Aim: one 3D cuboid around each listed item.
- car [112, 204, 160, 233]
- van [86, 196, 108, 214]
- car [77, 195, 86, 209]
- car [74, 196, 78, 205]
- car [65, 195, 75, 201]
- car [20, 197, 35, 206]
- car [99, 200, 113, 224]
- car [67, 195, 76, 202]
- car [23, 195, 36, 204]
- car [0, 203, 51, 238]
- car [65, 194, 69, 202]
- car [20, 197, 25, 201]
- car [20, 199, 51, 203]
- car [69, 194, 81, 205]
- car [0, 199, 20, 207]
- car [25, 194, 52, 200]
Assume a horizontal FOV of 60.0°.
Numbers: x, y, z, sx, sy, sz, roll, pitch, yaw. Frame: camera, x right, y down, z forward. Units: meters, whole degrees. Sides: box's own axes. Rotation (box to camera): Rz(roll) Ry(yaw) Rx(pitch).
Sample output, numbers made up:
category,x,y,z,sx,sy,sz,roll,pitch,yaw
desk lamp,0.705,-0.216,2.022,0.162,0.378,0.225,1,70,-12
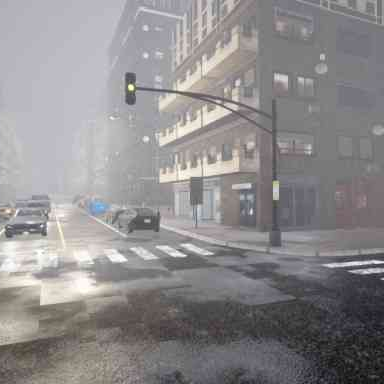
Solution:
category,x,y,z,sx,sy,sz,roll,pitch,yaw
car,-3.177,1.579,19.564,1.947,1.339,4.313,1,0,-23
van,-9.812,1.364,35.137,1.690,1.788,3.998,1,0,-23
car,-14.308,1.556,45.673,1.752,1.417,4.829,1,0,-23
car,-16.456,1.617,50.707,1.802,1.307,4.206,1,0,-23
car,-31.947,1.618,87.040,2.008,1.369,4.403,1,0,-23
car,-28.590,1.592,57.801,2.008,1.369,4.403,1,0,-23
car,-5.390,1.567,24.755,2.008,1.369,4.403,1,0,-23
car,-29.800,1.588,82.008,1.752,1.417,4.829,1,0,-23
car,-30.801,1.486,62.993,1.967,1.590,4.097,1,0,-23
car,-8.902,1.559,18.192,2.033,1.411,5.357,0,0,-23
car,-27.521,1.609,76.660,2.008,1.369,4.403,1,0,-23
car,-24.163,1.577,47.421,1.887,1.381,4.507,1,0,-23
car,-12.779,1.543,27.306,1.812,1.442,4.674,0,0,-23
car,-20.877,1.359,61.089,2.192,1.841,5.009,1,0,-23
car,-15.310,1.457,26.659,1.967,1.590,4.097,1,0,-23
car,-16.962,1.246,37.195,2.150,2.045,5.566,0,0,-22
